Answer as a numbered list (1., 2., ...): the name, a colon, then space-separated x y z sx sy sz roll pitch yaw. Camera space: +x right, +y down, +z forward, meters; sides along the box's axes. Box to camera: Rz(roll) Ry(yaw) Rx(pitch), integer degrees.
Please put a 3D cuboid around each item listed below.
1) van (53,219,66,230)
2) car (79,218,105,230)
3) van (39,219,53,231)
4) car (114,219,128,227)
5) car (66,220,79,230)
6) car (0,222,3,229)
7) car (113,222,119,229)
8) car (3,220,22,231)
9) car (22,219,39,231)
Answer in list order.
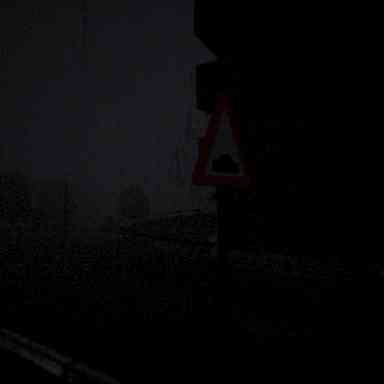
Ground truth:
1. van: -25.830 5.968 60.081 4.442 1.987 1.878 -1 -7 6
2. car: -20.748 7.115 70.925 5.566 2.045 2.435 -1 -6 6
3. van: -27.137 5.675 57.365 4.442 1.987 1.878 -1 -7 6
4. car: -20.588 9.074 92.612 2.163 1.488 4.792 0 0 10
5. car: -24.633 6.487 62.769 4.892 1.521 2.231 -1 -6 6
6. car: -31.164 5.061 49.199 4.674 1.452 2.002 -1 -6 5
7. car: -19.421 7.697 73.606 4.674 1.452 2.002 -1 -6 6
8. car: -29.871 5.355 51.922 4.674 1.452 2.002 -1 -7 6
9. car: -28.746 5.607 54.654 5.366 1.575 1.946 -1 -6 6
